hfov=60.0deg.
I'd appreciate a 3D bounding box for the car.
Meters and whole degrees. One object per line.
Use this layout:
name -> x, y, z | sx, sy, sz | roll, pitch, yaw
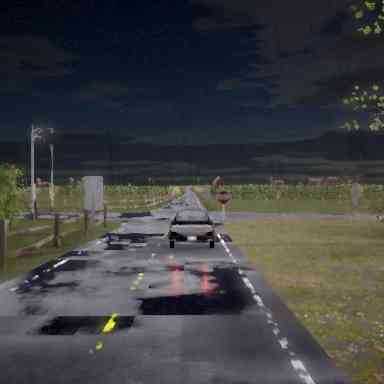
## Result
car -> 0.000, 1.486, 14.650 | 2.128, 1.511, 4.902 | 0, 0, 0
